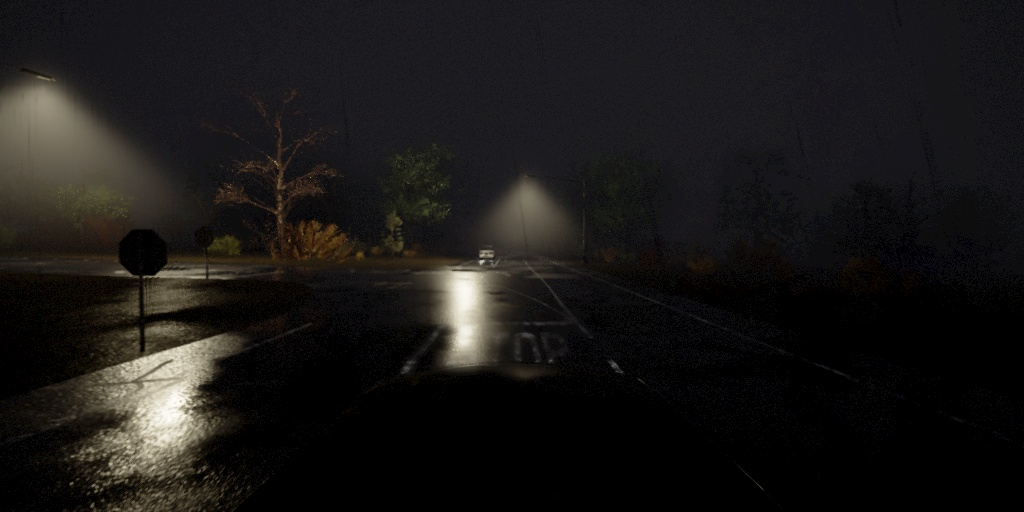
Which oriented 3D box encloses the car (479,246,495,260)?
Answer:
[{"bbox_3d":[-3.651,-0.471,53.375,2.150,2.045,5.566,0,2,-1],"label":"car"}]
